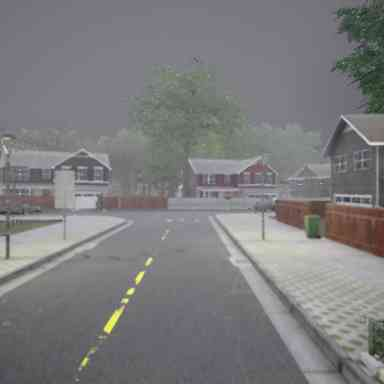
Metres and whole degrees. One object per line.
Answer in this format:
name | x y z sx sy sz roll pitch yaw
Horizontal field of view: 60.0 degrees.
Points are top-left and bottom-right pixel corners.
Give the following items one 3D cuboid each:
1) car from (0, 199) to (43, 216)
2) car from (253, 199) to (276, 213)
car | -15.440 1.334 27.933 5.357 1.411 2.033 1 0 -20
car | 9.155 1.560 36.890 4.902 1.511 2.128 1 0 -20
